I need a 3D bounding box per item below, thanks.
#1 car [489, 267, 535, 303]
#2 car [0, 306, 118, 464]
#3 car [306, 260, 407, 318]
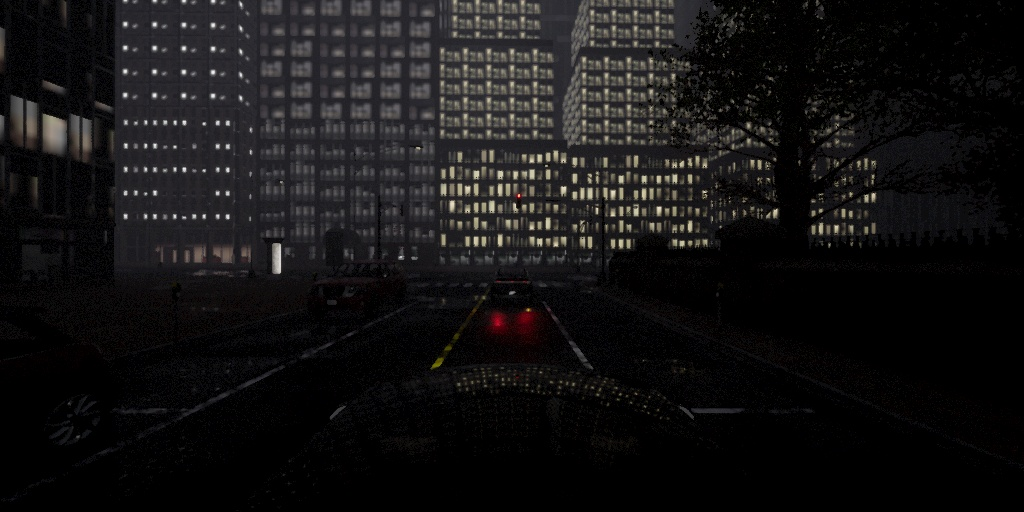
[{"bbox_3d":[0.000,1.244,16.500,2.128,1.511,4.902,0,0,0],"label":"car"},{"bbox_3d":[-5.315,1.188,2.135,1.967,1.591,4.097,0,0,0],"label":"car"},{"bbox_3d":[-5.385,1.063,13.222,2.192,1.841,5.009,0,0,0],"label":"car"}]
